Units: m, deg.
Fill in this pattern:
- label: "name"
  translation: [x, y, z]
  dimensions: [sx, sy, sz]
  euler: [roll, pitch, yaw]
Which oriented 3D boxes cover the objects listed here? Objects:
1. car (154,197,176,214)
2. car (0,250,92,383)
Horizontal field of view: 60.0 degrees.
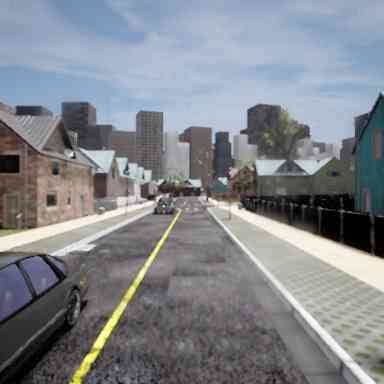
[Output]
- label: "car"
  translation: [-2.742, 1.337, 34.572]
  dimensions: [2.097, 1.767, 4.553]
  euler: [0, 0, 0]
- label: "car"
  translation: [-2.845, 1.545, 4.185]
  dimensions: [2.033, 1.411, 5.357]
  euler: [0, 0, 0]
